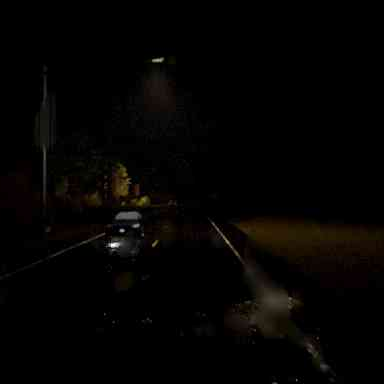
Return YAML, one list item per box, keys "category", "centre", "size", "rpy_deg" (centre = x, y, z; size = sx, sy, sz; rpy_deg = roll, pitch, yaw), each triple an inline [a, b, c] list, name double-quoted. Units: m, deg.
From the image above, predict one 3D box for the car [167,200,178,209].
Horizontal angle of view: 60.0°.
- category: "car"
  centre: [-3.545, 2.251, 60.796]
  size: [1.882, 1.535, 5.008]
  rpy_deg: [0, -1, 0]

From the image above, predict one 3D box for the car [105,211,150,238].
- category: "car"
  centre: [-3.604, 1.807, 19.073]
  size: [1.994, 1.385, 4.181]
  rpy_deg: [0, -1, 0]
